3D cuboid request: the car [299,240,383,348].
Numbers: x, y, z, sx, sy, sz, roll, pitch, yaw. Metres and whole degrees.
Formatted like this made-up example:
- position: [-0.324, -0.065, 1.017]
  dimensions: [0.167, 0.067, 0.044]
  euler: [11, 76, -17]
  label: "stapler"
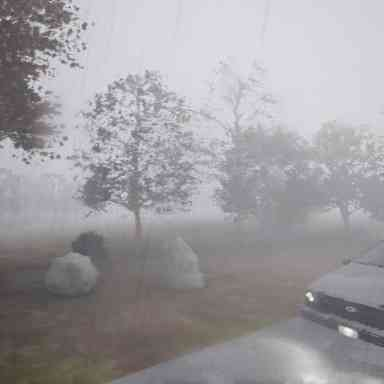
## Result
- position: [4.327, 1.557, 6.164]
  dimensions: [5.357, 1.411, 2.033]
  euler: [0, 0, -36]
  label: "car"
